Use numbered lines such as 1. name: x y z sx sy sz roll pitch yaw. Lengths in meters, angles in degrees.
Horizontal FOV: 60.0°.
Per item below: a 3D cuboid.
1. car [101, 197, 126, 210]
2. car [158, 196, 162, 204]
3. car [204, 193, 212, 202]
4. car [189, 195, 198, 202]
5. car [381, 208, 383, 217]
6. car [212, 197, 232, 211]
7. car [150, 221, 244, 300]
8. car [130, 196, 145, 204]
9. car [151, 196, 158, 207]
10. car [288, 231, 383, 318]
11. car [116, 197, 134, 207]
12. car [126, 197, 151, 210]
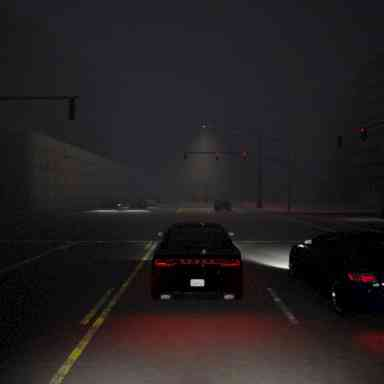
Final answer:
1. car: -10.405 1.564 43.237 1.994 1.385 4.181 0 0 0
2. car: -6.775 1.505 63.441 1.837 1.490 4.892 0 0 1
3. car: 3.826 1.519 74.692 1.812 1.442 4.674 0 0 0
4. car: 0.319 1.515 73.040 1.812 1.442 4.674 0 0 0
5. car: 18.050 1.356 27.121 4.553 1.767 2.097 0 0 0
6. car: 3.658 1.525 39.876 1.812 1.442 4.674 0 0 1
7. car: 0.106 1.478 8.443 1.882 1.535 5.008 0 0 0
8. car: -10.279 1.564 63.065 1.994 1.385 4.181 0 0 1
9. car: -6.853 1.526 52.034 1.812 1.442 4.674 0 0 0
10. car: 3.606 1.564 7.462 1.994 1.385 4.181 0 0 0
11. car: -10.355 1.526 51.990 1.812 1.442 4.674 0 0 0
12. car: -6.904 1.564 43.277 1.994 1.385 4.181 0 0 0
